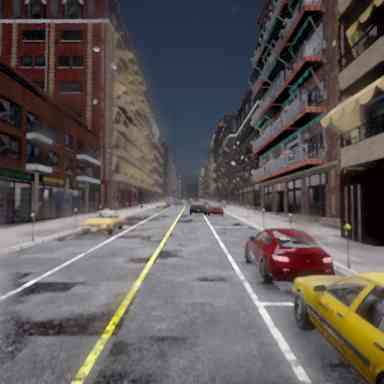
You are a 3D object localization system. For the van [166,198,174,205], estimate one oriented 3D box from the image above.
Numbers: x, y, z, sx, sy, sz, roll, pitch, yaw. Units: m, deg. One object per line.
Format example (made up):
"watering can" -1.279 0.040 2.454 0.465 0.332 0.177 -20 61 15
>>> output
"van" -5.350 2.291 81.412 1.690 1.788 3.998 1 -1 0

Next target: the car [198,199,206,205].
"car" 2.521 2.571 86.883 1.887 1.381 4.507 1 -1 0

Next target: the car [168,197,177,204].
"car" -5.358 2.421 92.472 2.192 1.841 5.009 1 -1 0

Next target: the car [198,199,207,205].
"car" 2.525 2.494 81.354 1.887 1.381 4.507 1 -1 0

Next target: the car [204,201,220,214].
"car" 2.554 1.982 42.813 1.752 1.417 4.829 1 -1 0

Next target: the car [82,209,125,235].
"car" -5.308 1.731 20.415 1.752 1.417 4.829 2 -1 0

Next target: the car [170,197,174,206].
"car" -5.336 2.045 64.823 2.192 1.841 5.009 2 -1 0

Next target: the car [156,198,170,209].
"car" -5.338 2.183 59.120 1.752 1.417 4.829 2 -1 0

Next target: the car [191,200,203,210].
"car" 0.786 2.129 54.782 1.812 1.442 4.674 0 -1 0

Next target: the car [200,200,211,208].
"car" 2.537 2.280 64.763 2.008 1.369 4.403 1 -1 0

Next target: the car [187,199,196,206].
"car" -0.054 2.268 74.493 2.033 1.411 5.357 0 -1 0

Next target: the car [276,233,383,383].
"car" 2.583 1.566 4.104 1.752 1.417 4.829 2 -1 0

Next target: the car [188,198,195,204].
"car" -0.064 2.461 89.497 1.812 1.442 4.674 0 -1 0

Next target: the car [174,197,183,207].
"car" -2.801 2.347 71.062 2.033 1.411 5.357 0 -1 0

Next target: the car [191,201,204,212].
"car" 0.790 2.034 48.781 1.837 1.490 4.892 0 -1 0

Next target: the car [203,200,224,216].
"car" 2.558 1.935 37.111 1.887 1.381 4.507 1 -1 0

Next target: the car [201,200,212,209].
"car" 2.541 2.204 59.232 1.887 1.381 4.507 1 -1 0

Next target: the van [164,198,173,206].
"van" -5.345 2.215 75.881 1.690 1.788 3.998 2 -1 0

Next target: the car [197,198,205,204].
"car" 2.527 2.546 92.416 1.967 1.590 4.097 1 -1 0

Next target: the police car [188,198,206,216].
"police car" 0.644 1.836 38.869 1.930 1.638 5.238 0 -1 -1

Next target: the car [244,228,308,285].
"car" 2.578 1.676 9.463 1.802 1.307 4.206 1 -1 0
